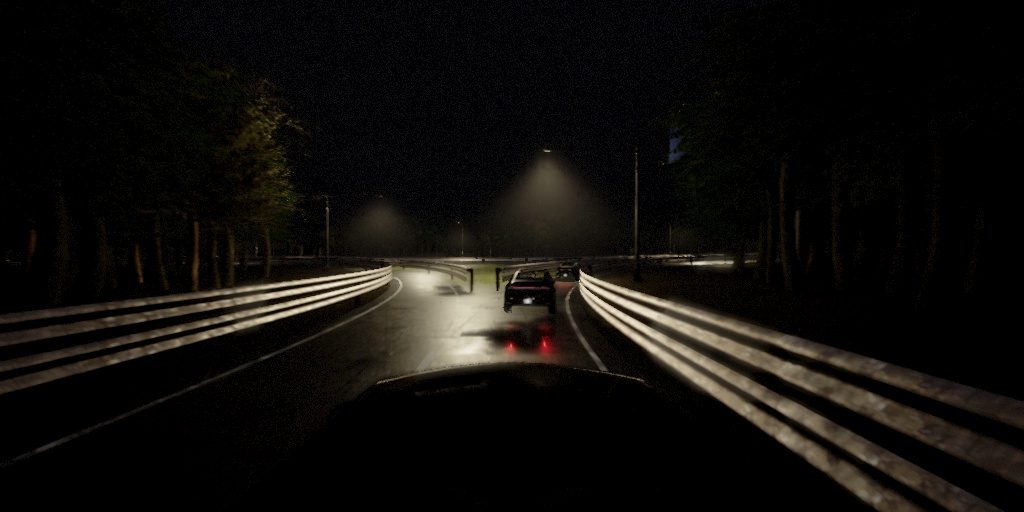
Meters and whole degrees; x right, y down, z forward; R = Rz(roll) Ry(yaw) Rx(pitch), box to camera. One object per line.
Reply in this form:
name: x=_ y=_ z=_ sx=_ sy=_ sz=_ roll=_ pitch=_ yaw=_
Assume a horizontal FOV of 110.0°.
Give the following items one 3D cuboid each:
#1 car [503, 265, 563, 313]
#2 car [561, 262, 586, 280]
car: x=0.857 y=1.285 z=14.288 sx=2.128 sy=1.511 sz=4.902 roll=0 pitch=0 yaw=8
car: x=5.174 y=1.248 z=31.031 sx=1.837 sy=1.490 sz=4.892 roll=-1 pitch=0 yaw=21
